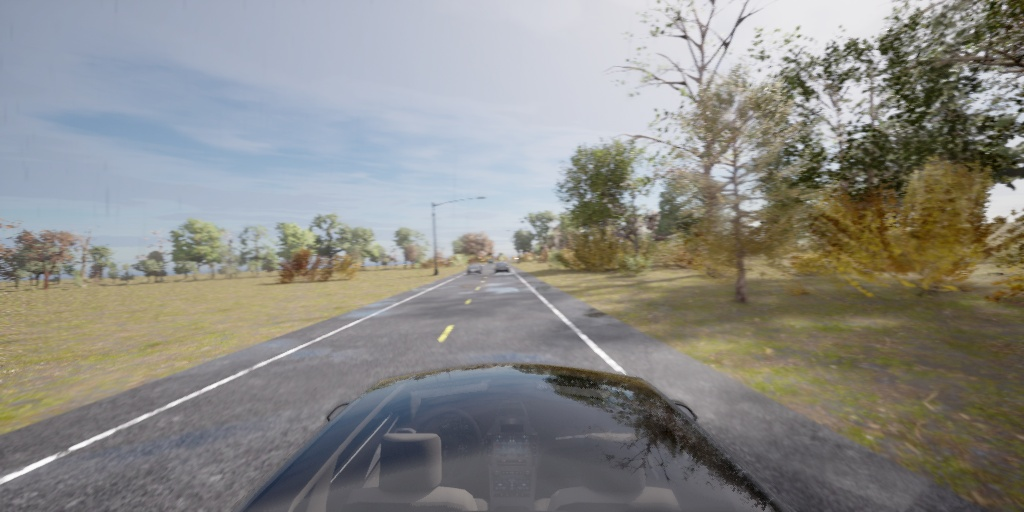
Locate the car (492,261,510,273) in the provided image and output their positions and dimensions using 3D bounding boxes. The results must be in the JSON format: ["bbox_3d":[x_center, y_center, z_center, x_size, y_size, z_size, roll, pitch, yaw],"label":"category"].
[{"bbox_3d":[-1.365,1.627,49.466,1.994,1.385,4.181,-3,0,-2],"label":"car"}]

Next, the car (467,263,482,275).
[{"bbox_3d":[-4.986,1.716,48.030,2.128,1.511,4.902,-3,0,-2],"label":"car"}]
